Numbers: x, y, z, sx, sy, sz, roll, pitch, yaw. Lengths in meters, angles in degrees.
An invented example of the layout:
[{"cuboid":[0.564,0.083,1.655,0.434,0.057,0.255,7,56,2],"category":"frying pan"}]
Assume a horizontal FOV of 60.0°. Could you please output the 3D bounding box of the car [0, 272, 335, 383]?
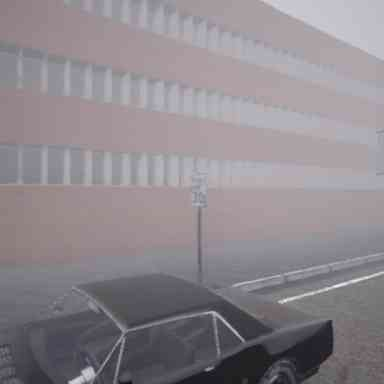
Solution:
[{"cuboid":[-0.795,1.608,3.133,4.718,1.301,1.895,0,0,-35],"category":"car"}]
